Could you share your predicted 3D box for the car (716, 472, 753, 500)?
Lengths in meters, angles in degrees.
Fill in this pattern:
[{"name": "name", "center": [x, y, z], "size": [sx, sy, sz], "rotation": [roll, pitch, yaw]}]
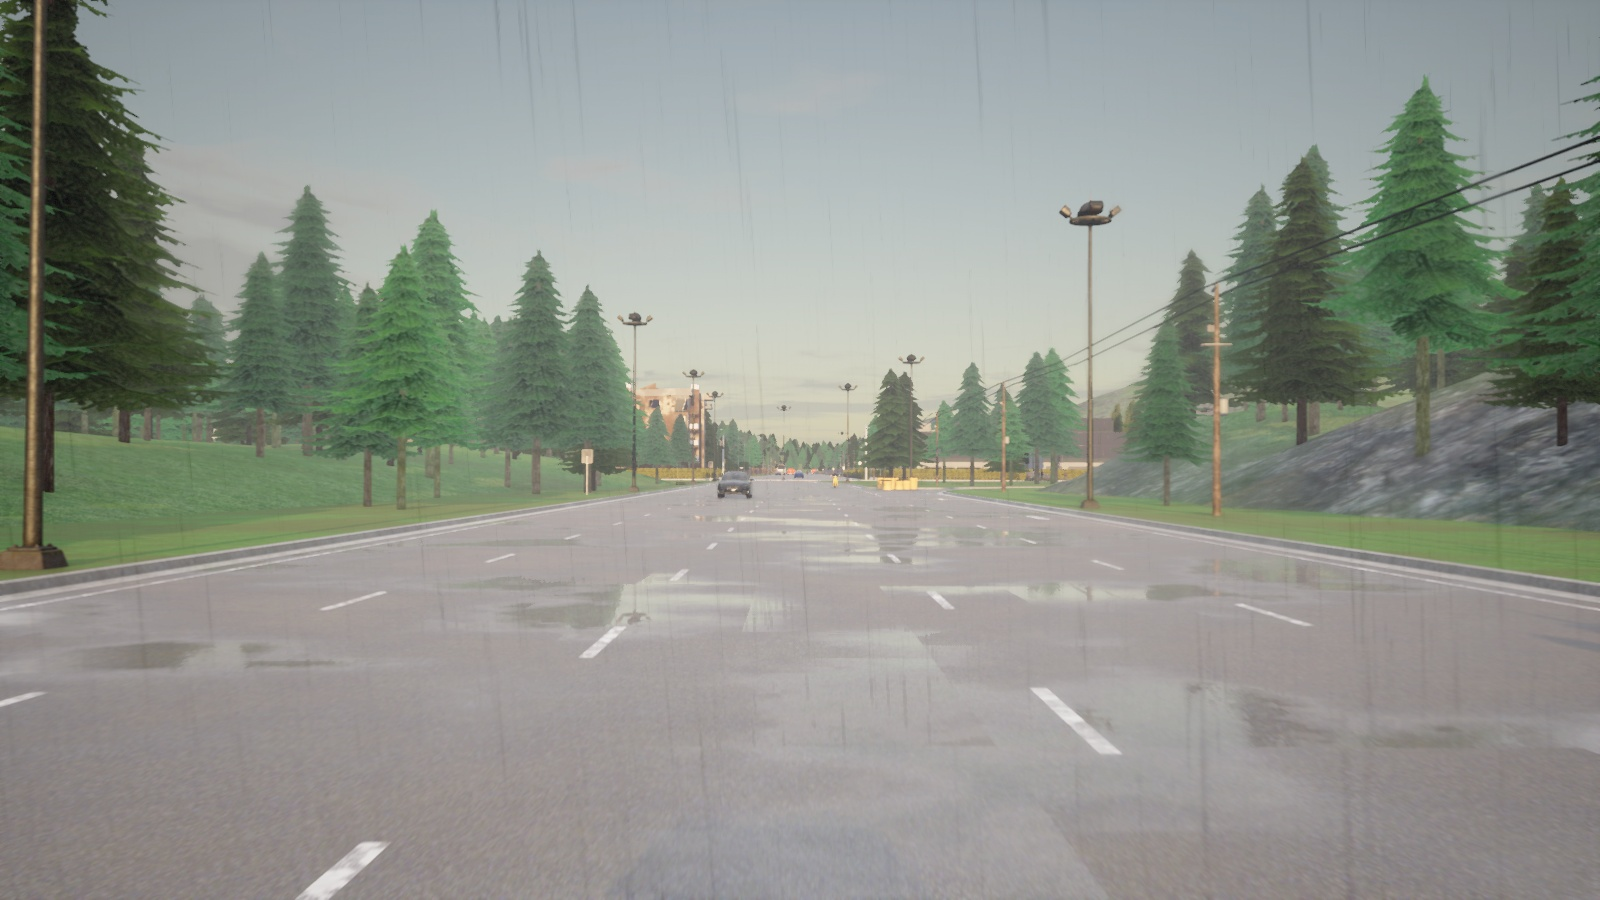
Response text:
[{"name": "car", "center": [-3.658, 2.025, 71.139], "size": [1.837, 1.490, 4.892], "rotation": [0, -1, 0]}]
